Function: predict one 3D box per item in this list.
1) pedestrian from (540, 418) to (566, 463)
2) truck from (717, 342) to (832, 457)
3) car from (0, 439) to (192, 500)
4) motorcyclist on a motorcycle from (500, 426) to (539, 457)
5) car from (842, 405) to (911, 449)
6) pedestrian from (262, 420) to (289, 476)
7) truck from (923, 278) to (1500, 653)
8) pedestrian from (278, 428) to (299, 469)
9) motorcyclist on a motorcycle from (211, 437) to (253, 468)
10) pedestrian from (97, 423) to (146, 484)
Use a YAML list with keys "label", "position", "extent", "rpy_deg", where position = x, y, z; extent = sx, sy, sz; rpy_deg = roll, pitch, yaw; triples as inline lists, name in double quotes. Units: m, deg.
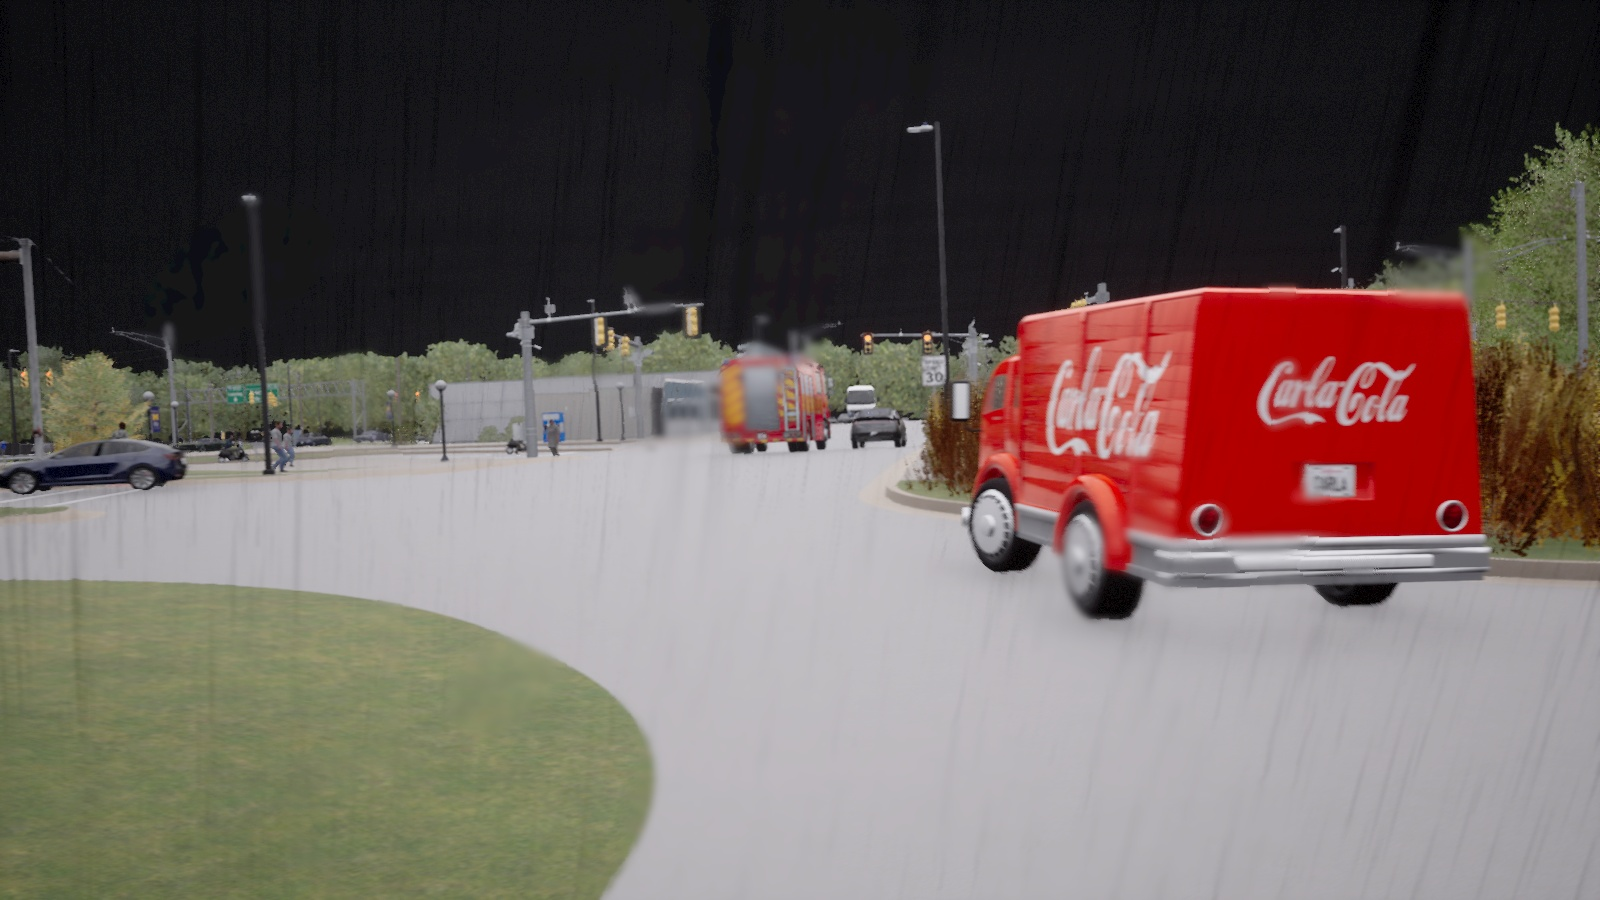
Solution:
- label: "pedestrian"
  position: [-11.148, -0.436, 56.645]
  extent: [0.659, 1.952, 0.873]
  rpy_deg: [-2, 3, 26]
- label: "truck"
  position: [-0.781, -1.813, 47.513]
  extent: [2.891, 3.827, 8.468]
  rpy_deg: [-2, 1, 8]
- label: "car"
  position: [-20.336, 0.528, 36.091]
  extent: [4.792, 1.488, 2.163]
  rpy_deg: [-2, 2, -16]
- label: "motorcyclist on a motorcycle"
  position: [-14.959, -0.467, 67.004]
  extent: [1.817, 1.590, 0.866]
  rpy_deg: [-1, 2, 3]
- label: "car"
  position: [2.959, -0.854, 47.476]
  extent: [2.128, 1.511, 4.902]
  rpy_deg: [-2, 0, 9]
- label: "pedestrian"
  position: [-17.806, -0.078, 42.653]
  extent: [0.706, 1.836, 0.354]
  rpy_deg: [-3, 2, -16]
- label: "truck"
  position: [3.077, 0.002, 11.049]
  extent: [2.627, 2.467, 5.204]
  rpy_deg: [-1, 2, -11]
- label: "pedestrian"
  position: [-22.991, -0.067, 56.436]
  extent: [0.706, 1.836, 0.354]
  rpy_deg: [-2, 2, 6]
- label: "motorcyclist on a motorcycle"
  position: [-30.858, 0.117, 68.237]
  extent: [1.817, 1.590, 0.866]
  rpy_deg: [-3, 2, 4]
- label: "pedestrian"
  position: [-21.323, 0.104, 39.471]
  extent: [0.874, 1.855, 0.900]
  rpy_deg: [-2, 2, 6]
